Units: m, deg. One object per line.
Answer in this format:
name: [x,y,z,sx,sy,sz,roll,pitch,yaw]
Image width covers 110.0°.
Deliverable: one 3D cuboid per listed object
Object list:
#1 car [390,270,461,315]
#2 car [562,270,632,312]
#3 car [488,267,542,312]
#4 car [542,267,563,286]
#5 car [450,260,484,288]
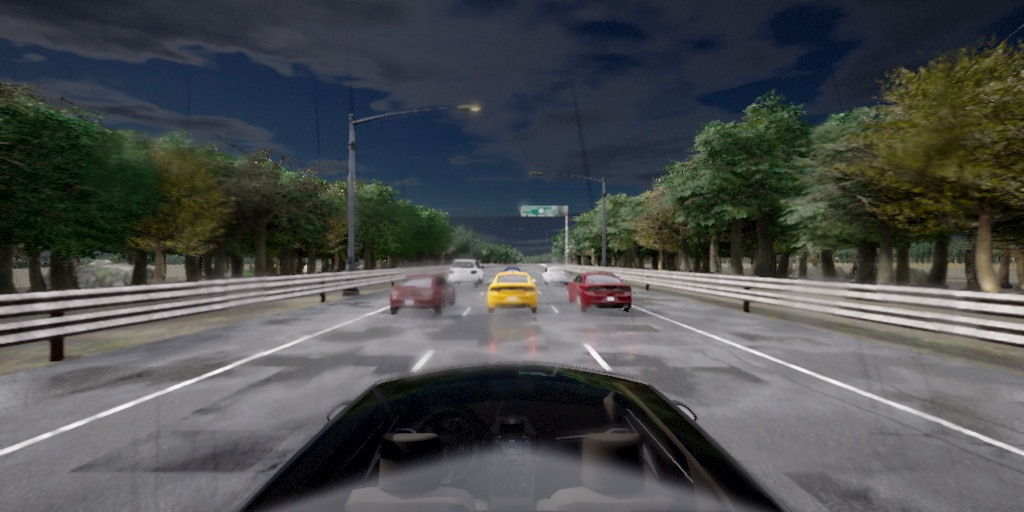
car: [-3.459,1.452,14.466,1.812,1.442,4.674,0,-1,1]
car: [3.547,1.416,15.303,1.882,1.535,5.008,0,-1,0]
car: [0.048,1.416,15.314,1.882,1.535,5.008,0,-1,0]
car: [3.541,1.674,29.898,1.812,1.442,4.674,0,-1,0]
car: [-3.478,1.344,28.035,2.150,2.045,5.566,0,-1,0]
